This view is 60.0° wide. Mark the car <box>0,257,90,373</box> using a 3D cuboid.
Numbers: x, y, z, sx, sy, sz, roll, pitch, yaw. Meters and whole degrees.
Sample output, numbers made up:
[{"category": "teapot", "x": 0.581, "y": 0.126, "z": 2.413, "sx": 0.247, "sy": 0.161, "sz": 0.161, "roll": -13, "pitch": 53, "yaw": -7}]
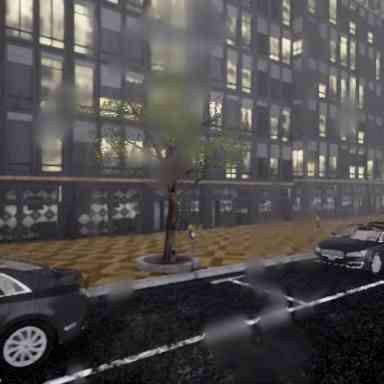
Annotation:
[{"category": "car", "x": -3.534, "y": 1.545, "z": 4.047, "sx": 4.403, "sy": 1.369, "sz": 2.008, "roll": 1, "pitch": -1, "yaw": -35}]

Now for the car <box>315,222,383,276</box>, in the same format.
[{"category": "car", "x": 5.719, "y": 1.655, "z": 10.647, "sx": 4.403, "sy": 1.369, "sz": 2.008, "roll": 1, "pitch": -1, "yaw": -35}]
